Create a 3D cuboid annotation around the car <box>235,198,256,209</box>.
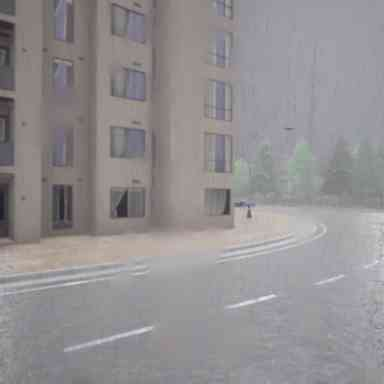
[{"bbox_3d":[7.559,1.700,50.853,1.882,1.535,5.008,1,0,-34],"label":"car"}]
